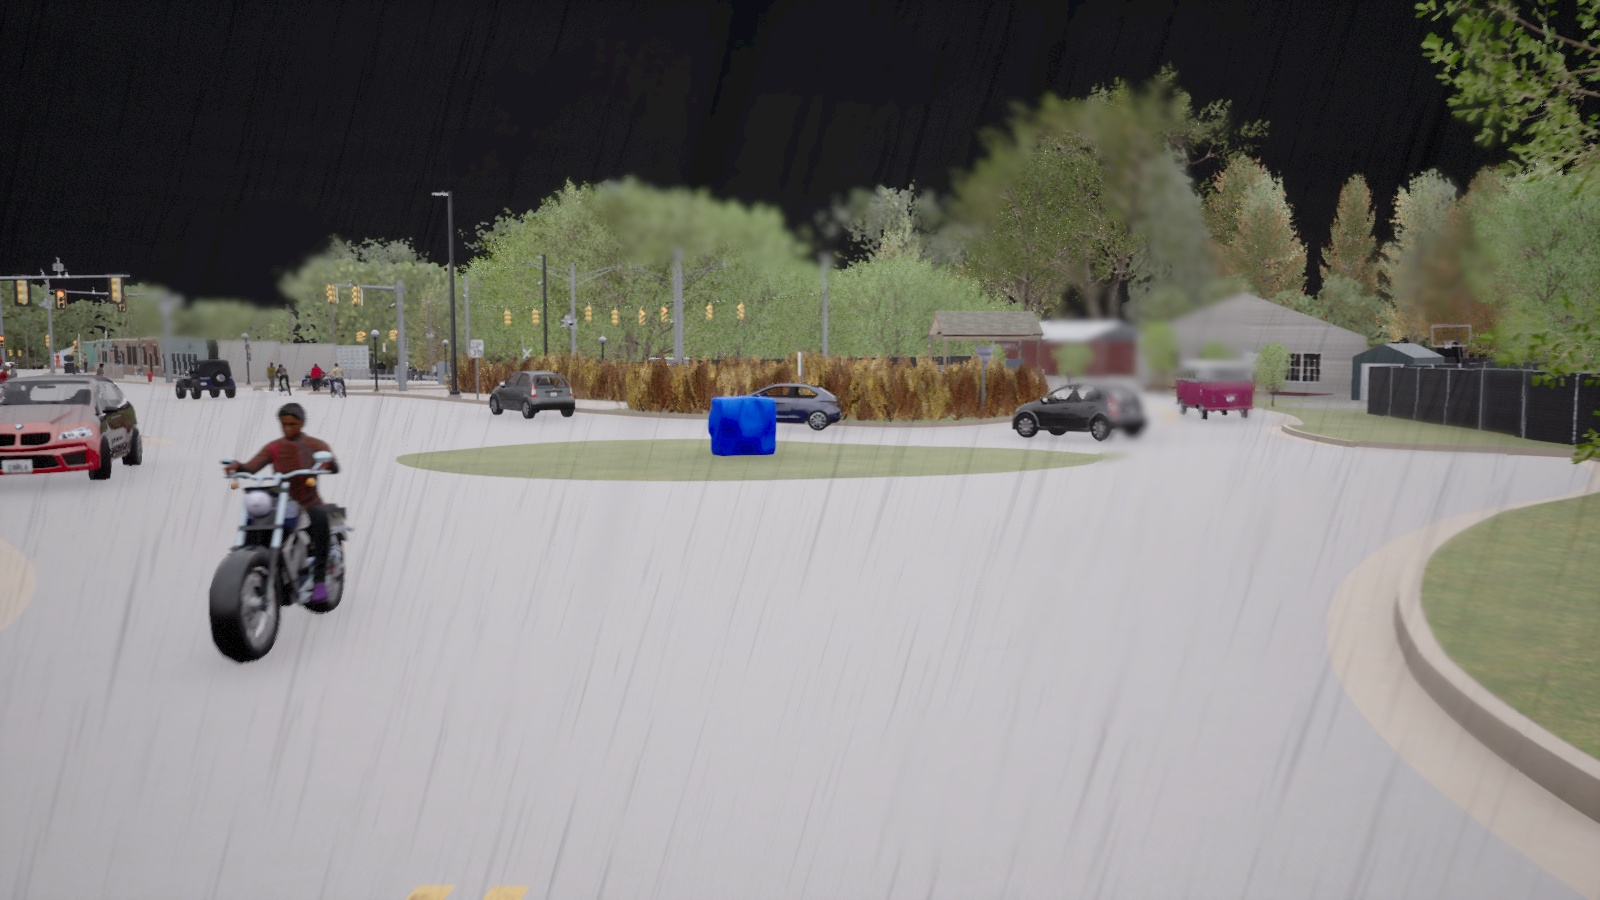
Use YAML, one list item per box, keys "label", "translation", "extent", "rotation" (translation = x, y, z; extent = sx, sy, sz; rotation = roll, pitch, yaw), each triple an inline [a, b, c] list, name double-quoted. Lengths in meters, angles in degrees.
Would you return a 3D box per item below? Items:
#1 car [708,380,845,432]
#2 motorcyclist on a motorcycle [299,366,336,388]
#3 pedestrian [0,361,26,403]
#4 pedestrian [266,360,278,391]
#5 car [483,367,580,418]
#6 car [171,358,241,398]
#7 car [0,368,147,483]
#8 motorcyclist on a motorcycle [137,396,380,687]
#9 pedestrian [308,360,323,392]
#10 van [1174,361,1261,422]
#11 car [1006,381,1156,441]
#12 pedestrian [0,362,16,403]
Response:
- label: "car"
  translation: [-0.733, -1.450, 40.675]
  extent: [4.193, 1.474, 1.816]
  rotation: [2, 5, 7]
- label: "motorcyclist on a motorcycle"
  translation: [-33.135, -5.011, 86.209]
  extent: [2.191, 1.530, 0.866]
  rotation: [-2, 4, -43]
- label: "pedestrian"
  translation: [-37.360, -3.237, 59.536]
  extent: [0.873, 1.952, 0.659]
  rotation: [-5, 8, -44]
- label: "pedestrian"
  translation: [-32.025, -4.533, 76.175]
  extent: [0.431, 1.840, 0.709]
  rotation: [-4, 7, -40]
- label: "car"
  translation: [-9.557, -2.077, 44.521]
  extent: [1.851, 1.617, 3.988]
  rotation: [-4, 7, -36]
- label: "car"
  translation: [-28.861, -3.494, 60.980]
  extent: [1.905, 1.878, 3.866]
  rotation: [-5, 6, -42]
- label: "car"
  translation: [-12.518, -0.498, 20.917]
  extent: [2.242, 1.667, 4.611]
  rotation: [-2, 5, -19]
- label: "motorcyclist on a motorcycle"
  translation: [-3.540, 0.486, 8.496]
  extent: [0.766, 1.649, 2.350]
  rotation: [-1, 4, -5]
- label: "pedestrian"
  translation: [-28.390, -4.330, 73.587]
  extent: [0.634, 1.844, 0.899]
  rotation: [-3, 7, -32]
- label: "van"
  translation: [14.906, -2.148, 45.076]
  extent: [1.775, 1.987, 4.442]
  rotation: [-1, 5, 3]
- label: "car"
  translation: [8.189, -1.182, 36.859]
  extent: [1.851, 1.617, 3.988]
  rotation: [-4, 5, -41]
- label: "pedestrian"
  translation: [-36.850, -3.144, 58.280]
  extent: [0.331, 1.846, 0.636]
  rotation: [5, 7, 40]
